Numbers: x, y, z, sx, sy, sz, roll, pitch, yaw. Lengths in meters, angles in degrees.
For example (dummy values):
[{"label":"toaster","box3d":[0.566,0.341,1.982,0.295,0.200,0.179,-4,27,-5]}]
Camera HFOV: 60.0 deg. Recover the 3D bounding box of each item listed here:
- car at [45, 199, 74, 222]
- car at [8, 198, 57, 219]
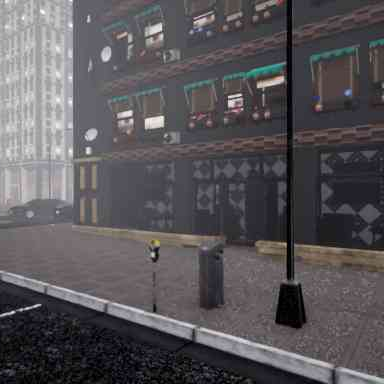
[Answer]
[{"label":"car","box3d":[-7.349,1.279,22.815,1.947,1.339,4.313,1,1,35]},{"label":"car","box3d":[-11.913,1.239,26.411,1.837,1.490,4.892,0,1,35]}]
